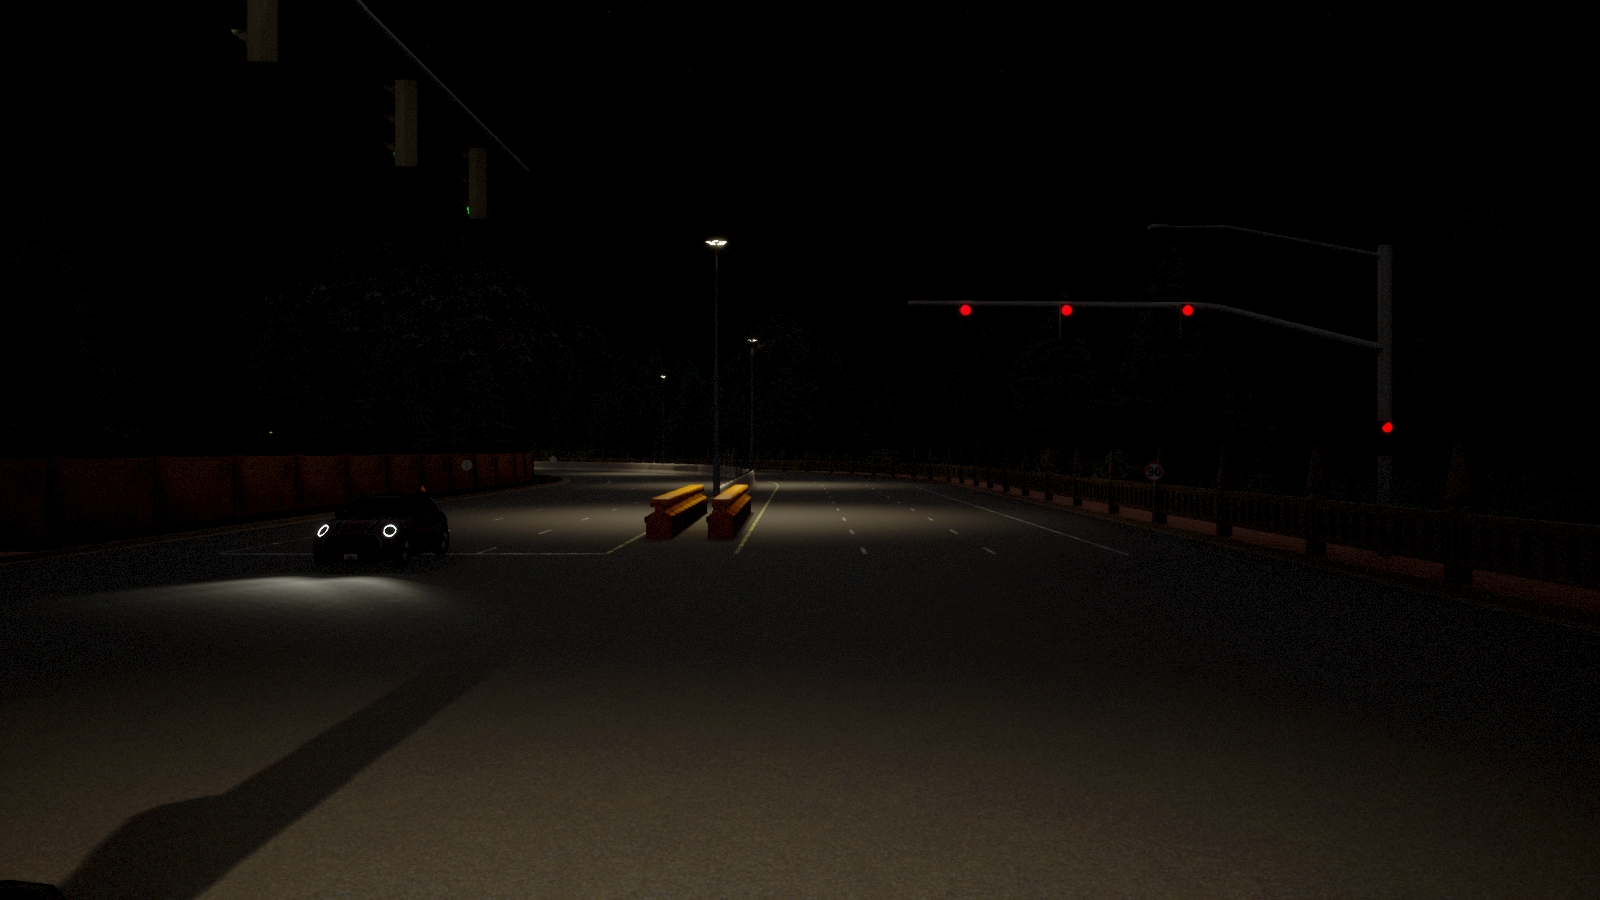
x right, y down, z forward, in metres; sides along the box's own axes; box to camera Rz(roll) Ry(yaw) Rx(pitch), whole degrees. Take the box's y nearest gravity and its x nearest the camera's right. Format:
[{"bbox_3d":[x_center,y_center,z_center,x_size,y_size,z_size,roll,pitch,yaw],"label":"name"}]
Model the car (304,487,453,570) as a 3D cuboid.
[{"bbox_3d":[-10.504,1.906,28.861,2.097,1.767,4.553,0,0,0],"label":"car"}]
